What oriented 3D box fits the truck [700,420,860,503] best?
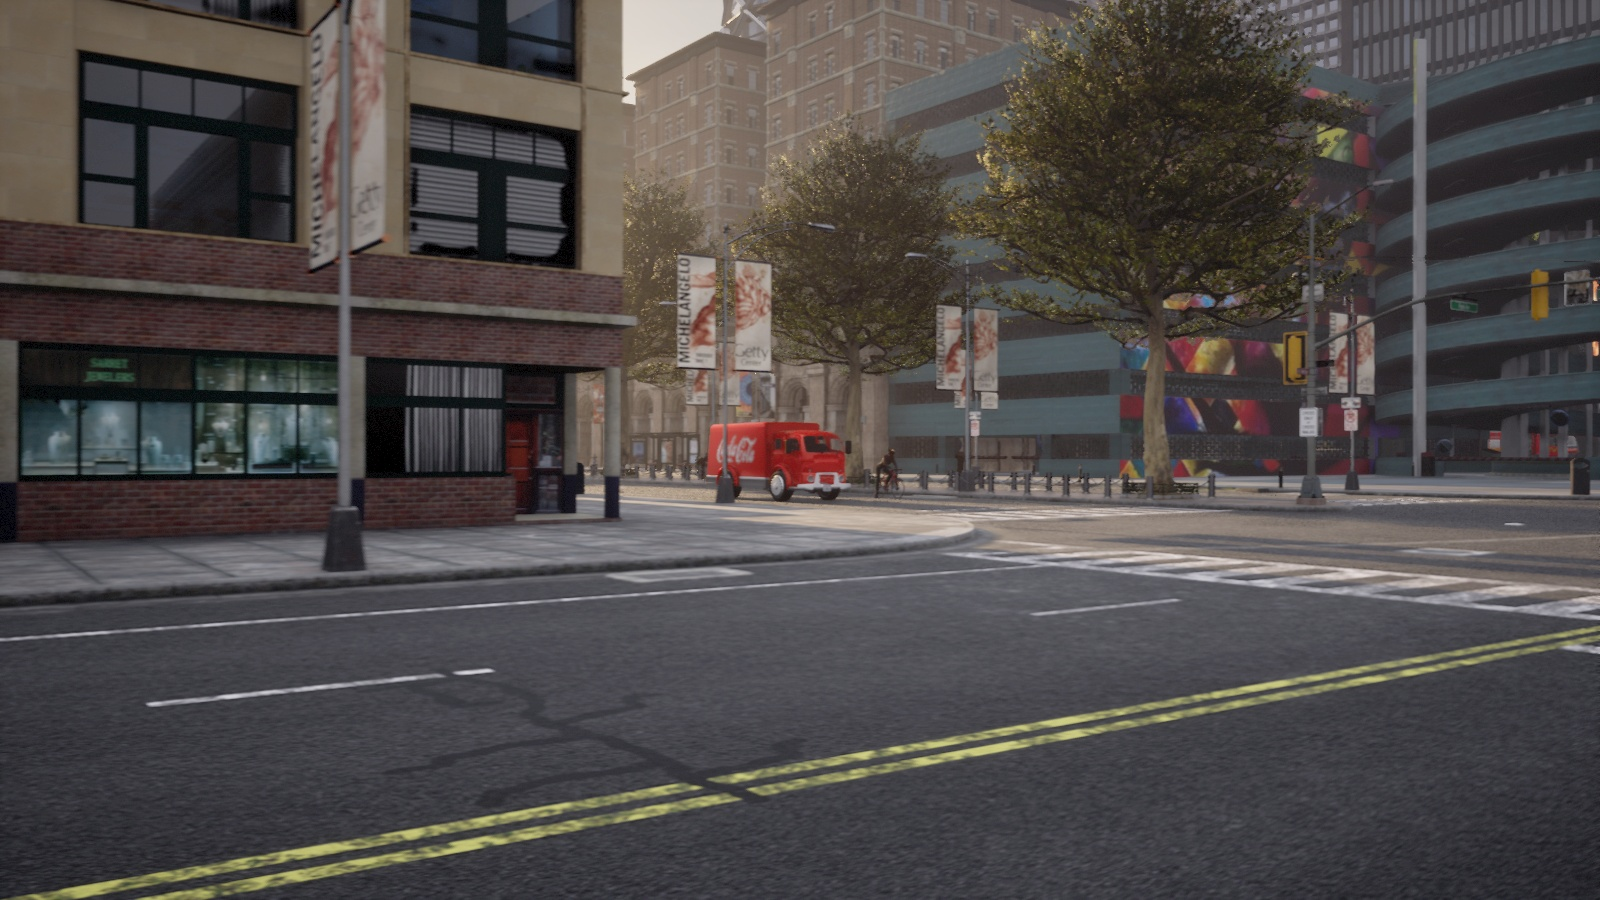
[{"bbox_3d":[-0.731,0.352,40.241,2.627,2.467,5.204,0,0,-35],"label":"truck"}]

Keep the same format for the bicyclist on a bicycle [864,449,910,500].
[{"bbox_3d":[2.859,0.786,41.308,0.582,1.620,1.656,0,0,-35],"label":"bicyclist on a bicycle"}]
